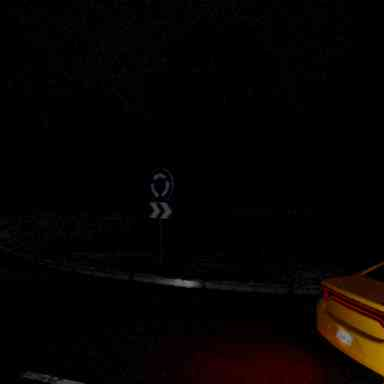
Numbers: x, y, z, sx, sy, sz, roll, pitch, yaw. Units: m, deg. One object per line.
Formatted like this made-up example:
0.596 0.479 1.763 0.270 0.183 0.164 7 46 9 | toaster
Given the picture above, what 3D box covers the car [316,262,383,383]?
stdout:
4.128 1.497 4.302 5.008 1.535 1.882 0 -1 -13 | car
